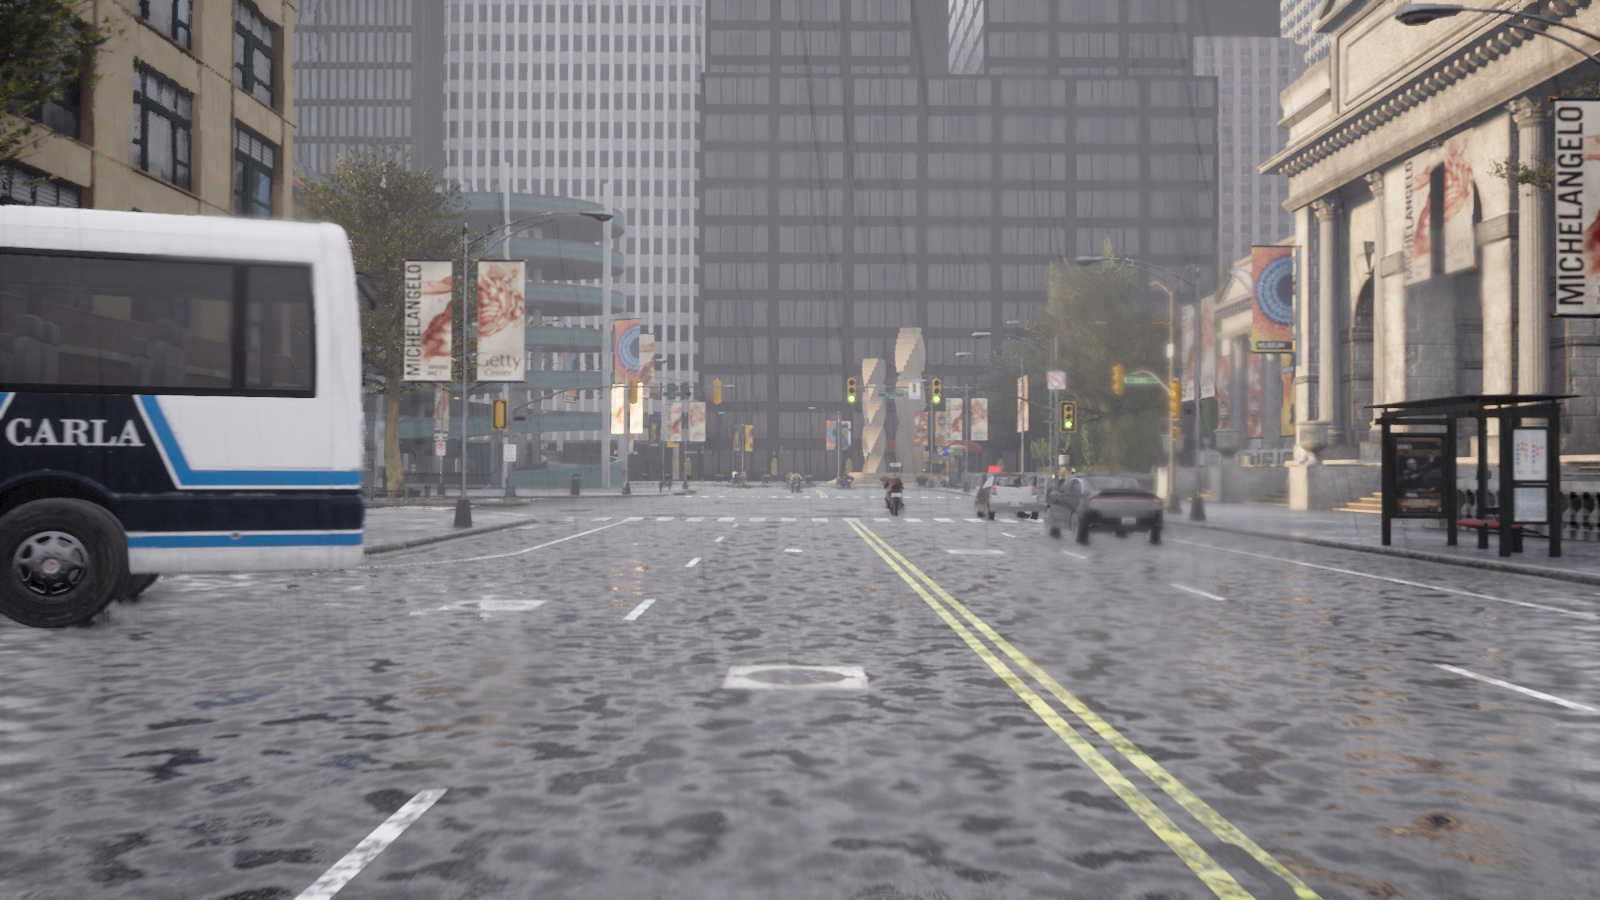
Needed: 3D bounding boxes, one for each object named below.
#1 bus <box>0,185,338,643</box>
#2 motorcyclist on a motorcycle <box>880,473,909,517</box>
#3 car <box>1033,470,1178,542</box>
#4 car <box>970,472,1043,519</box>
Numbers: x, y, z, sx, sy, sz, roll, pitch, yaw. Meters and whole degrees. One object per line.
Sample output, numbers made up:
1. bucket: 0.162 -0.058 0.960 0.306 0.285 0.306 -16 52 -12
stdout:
1. bus: -10.259 -0.307 12.799 10.273 4.253 3.944 0 -1 -18
2. motorcyclist on a motorcycle: 3.391 1.594 45.304 0.866 1.530 2.191 0 -1 0
3. car: 6.930 1.229 29.044 2.128 1.511 4.902 0 -1 0
4. car: 6.899 1.508 42.247 1.845 1.501 3.633 0 -1 0
